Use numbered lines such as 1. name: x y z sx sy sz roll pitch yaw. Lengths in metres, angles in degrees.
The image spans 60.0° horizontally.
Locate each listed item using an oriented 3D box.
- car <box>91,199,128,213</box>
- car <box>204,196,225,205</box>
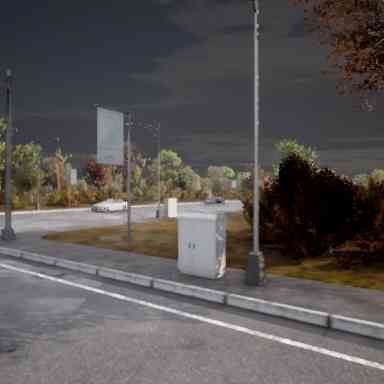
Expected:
1. car: -8.905 1.485 36.533 1.812 1.442 4.674 0 0 32
2. car: 3.847 1.450 56.506 2.128 1.511 4.902 0 0 33
